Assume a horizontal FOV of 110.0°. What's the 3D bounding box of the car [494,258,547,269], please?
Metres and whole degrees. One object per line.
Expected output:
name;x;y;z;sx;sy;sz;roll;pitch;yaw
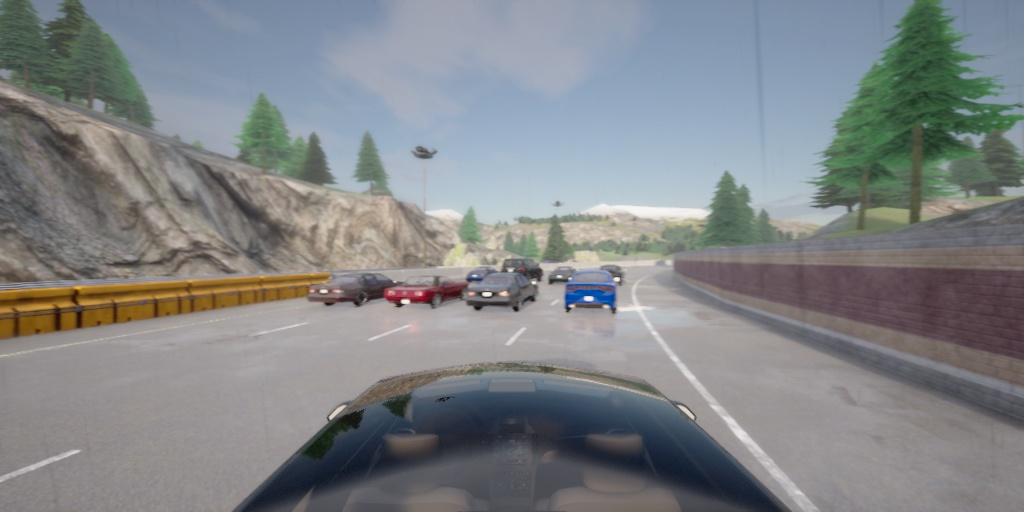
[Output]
car;0.876;1.194;29.438;2.150;2.045;5.566;-1;0;21

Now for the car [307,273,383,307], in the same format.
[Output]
car;-6.955;1.493;16.973;2.033;1.411;5.357;-1;0;16

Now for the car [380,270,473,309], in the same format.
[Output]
car;-3.547;1.507;16.153;1.895;1.301;4.718;-1;0;16

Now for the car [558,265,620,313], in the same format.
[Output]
car;3.308;1.306;14.635;1.882;1.535;5.008;-1;0;16

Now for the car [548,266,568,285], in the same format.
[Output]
car;4.257;1.502;28.425;1.994;1.385;4.181;-1;0;22

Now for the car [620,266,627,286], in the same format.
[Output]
car;7.519;1.403;27.168;1.837;1.490;4.892;-1;0;22

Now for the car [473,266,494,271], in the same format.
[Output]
car;-2.266;1.585;30.976;1.994;1.385;4.181;-1;0;22

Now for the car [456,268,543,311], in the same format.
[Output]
car;-0.208;1.413;15.108;2.033;1.411;5.357;-1;0;16
